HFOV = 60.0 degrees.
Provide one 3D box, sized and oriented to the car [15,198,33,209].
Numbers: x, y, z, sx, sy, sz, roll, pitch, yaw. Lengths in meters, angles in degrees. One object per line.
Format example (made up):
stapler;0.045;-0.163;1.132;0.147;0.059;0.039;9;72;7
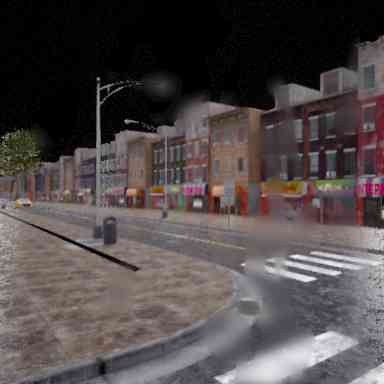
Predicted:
car;-25.347;1.716;50.145;1.882;1.535;5.008;0;0;-35
